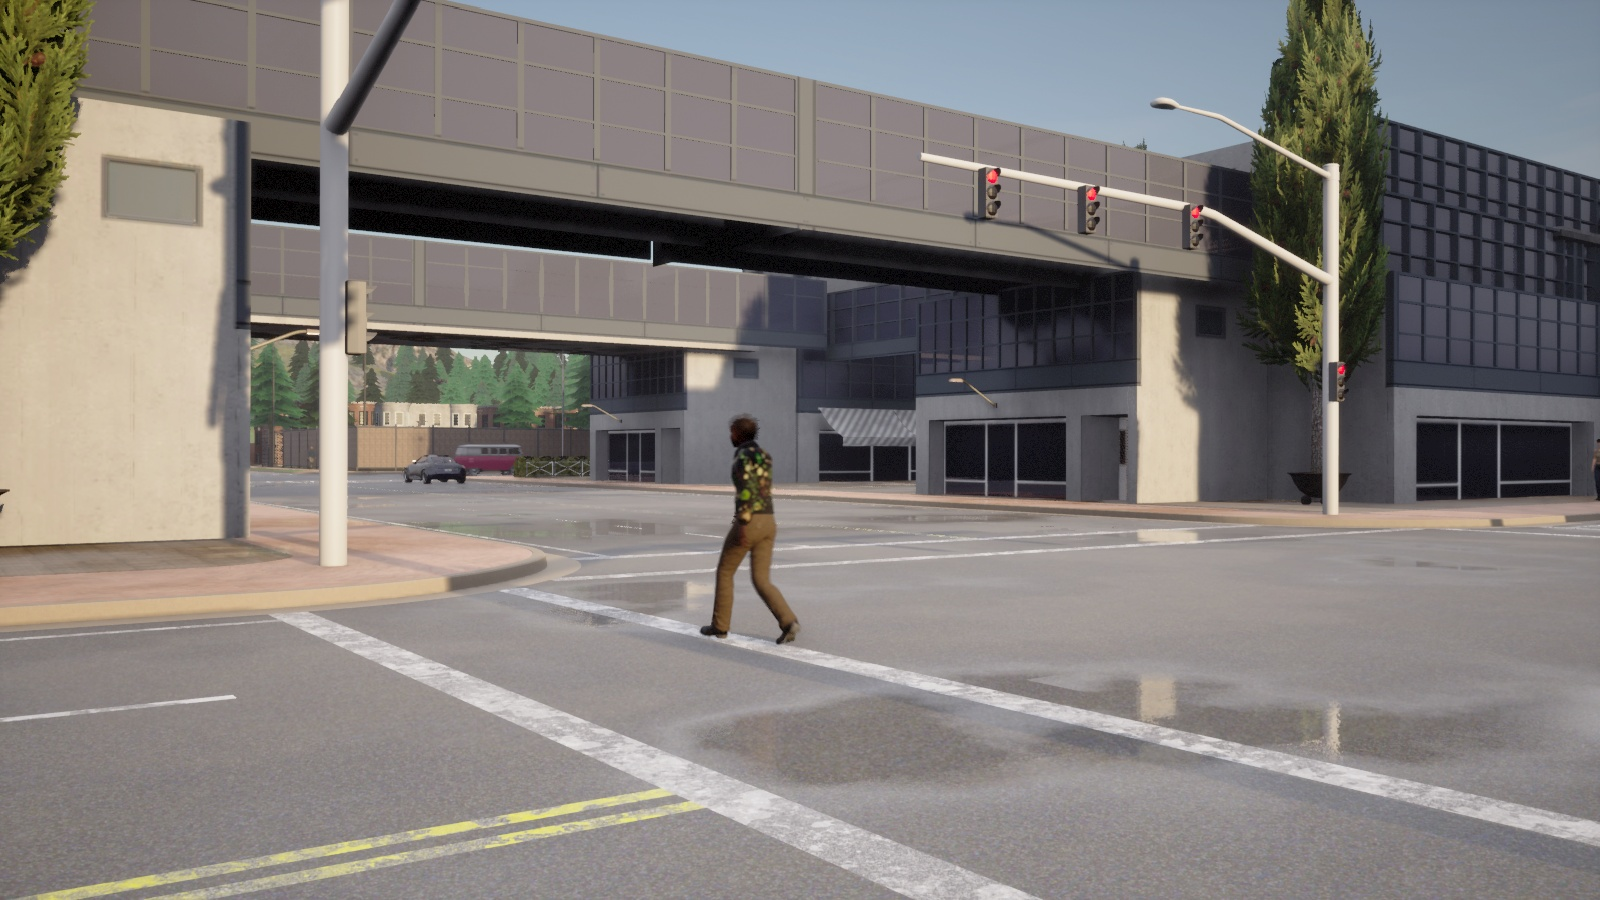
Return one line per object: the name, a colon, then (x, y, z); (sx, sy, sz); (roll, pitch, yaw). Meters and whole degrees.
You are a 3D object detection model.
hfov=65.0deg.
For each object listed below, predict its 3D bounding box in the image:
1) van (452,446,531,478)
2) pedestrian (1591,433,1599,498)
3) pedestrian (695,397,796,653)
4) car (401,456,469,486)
van: (-19.163, 0.729, 78.037); (4.442, 1.987, 1.775); (0, 0, -32)
pedestrian: (23.112, 0.443, 36.205); (0.594, 1.836, 0.345); (0, 0, -38)
pedestrian: (-0.429, 0.566, 9.815); (0.692, 1.930, 0.395); (0, 0, 39)
car: (-17.713, 0.995, 60.843); (1.994, 1.385, 4.181); (0, 0, -34)
